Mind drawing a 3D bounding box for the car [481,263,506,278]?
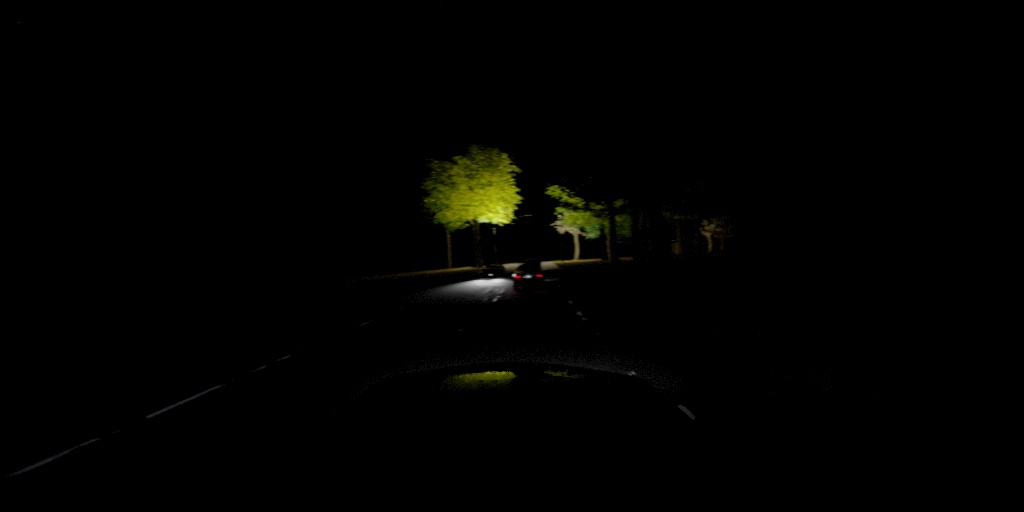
[{"bbox_3d":[-1.707,1.294,33.415,1.895,1.301,4.718,-3,0,4],"label":"car"}]

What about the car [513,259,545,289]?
[{"bbox_3d":[1.066,1.141,21.951,2.033,1.411,5.357,-3,0,4],"label":"car"}]
